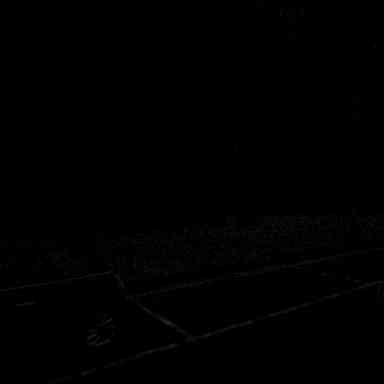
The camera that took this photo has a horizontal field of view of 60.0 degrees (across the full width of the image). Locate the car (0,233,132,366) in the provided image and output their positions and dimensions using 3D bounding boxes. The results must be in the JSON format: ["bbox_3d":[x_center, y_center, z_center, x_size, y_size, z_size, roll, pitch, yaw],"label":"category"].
[{"bbox_3d":[-2.997,1.441,4.512,4.097,1.590,1.967,0,0,-35],"label":"car"}]
